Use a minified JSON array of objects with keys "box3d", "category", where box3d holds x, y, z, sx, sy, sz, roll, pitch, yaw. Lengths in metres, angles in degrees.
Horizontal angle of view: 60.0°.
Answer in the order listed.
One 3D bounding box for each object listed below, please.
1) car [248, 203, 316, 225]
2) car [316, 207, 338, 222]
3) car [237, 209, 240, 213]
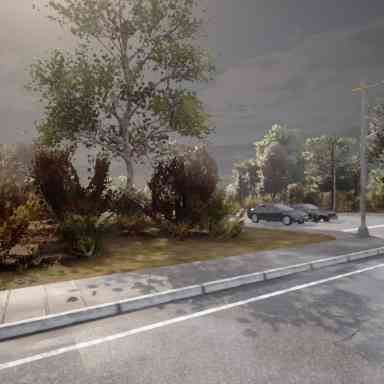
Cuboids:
[{"box3d":[6.343,1.596,24.846,1.837,1.490,4.892,0,-1,-39],"category":"car"},{"box3d":[9.000,1.640,27.173,2.033,1.411,5.357,0,-1,-39],"category":"car"},{"box3d":[2.369,1.468,34.912,2.150,2.045,5.566,0,-1,-43],"category":"car"}]
